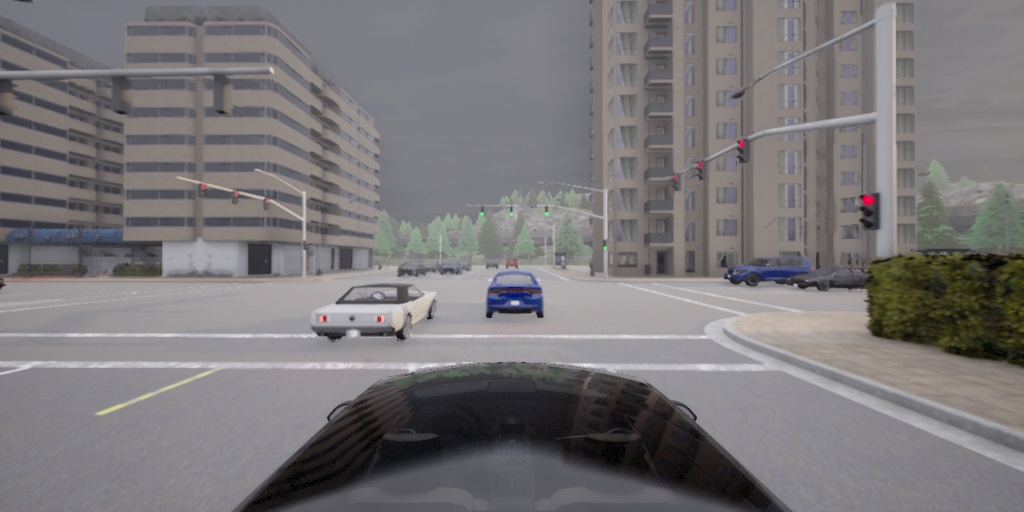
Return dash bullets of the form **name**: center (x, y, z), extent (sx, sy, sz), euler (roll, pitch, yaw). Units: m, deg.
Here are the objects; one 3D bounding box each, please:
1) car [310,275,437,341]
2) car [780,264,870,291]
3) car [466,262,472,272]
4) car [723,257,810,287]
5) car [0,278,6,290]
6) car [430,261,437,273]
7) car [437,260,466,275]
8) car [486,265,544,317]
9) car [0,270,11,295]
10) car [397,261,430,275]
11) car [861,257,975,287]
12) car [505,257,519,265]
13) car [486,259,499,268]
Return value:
- **car**: center (-3.407, 1.391, 9.943), extent (1.895, 1.301, 4.718), euler (0, 0, 0)
- **car**: center (20.019, 1.394, 21.940), extent (5.357, 1.411, 2.033), euler (0, 0, 1)
- **car**: center (-7.074, 1.543, 52.805), extent (2.033, 1.411, 5.357), euler (0, 0, 1)
- **car**: center (18.188, 1.085, 25.461), extent (5.566, 2.045, 2.150), euler (0, 0, 1)
- **car**: center (-25.450, 1.364, 15.187), extent (5.357, 1.411, 2.033), euler (0, 0, 0)
- **car**: center (-10.597, 1.474, 47.261), extent (1.837, 1.490, 4.892), euler (0, 0, 0)
- **car**: center (-7.103, 1.298, 42.364), extent (2.097, 1.767, 4.553), euler (0, 0, 0)
- **car**: center (0.095, 1.284, 13.418), extent (1.882, 1.535, 5.008), euler (0, 0, 0)
- **car**: center (-29.864, 1.434, 18.734), extent (4.718, 1.301, 1.895), euler (0, 0, 1)
- **car**: center (-10.605, 1.278, 38.177), extent (2.097, 1.767, 4.553), euler (0, 0, 0)
- **car**: center (28.551, 1.084, 25.344), extent (5.566, 2.045, 2.150), euler (0, 0, 1)
- **car**: center (0.000, 1.272, 64.349), extent (2.150, 2.045, 5.566), euler (0, 0, 0)
- **car**: center (-3.501, 1.403, 64.299), extent (2.097, 1.767, 4.553), euler (0, 0, 0)
